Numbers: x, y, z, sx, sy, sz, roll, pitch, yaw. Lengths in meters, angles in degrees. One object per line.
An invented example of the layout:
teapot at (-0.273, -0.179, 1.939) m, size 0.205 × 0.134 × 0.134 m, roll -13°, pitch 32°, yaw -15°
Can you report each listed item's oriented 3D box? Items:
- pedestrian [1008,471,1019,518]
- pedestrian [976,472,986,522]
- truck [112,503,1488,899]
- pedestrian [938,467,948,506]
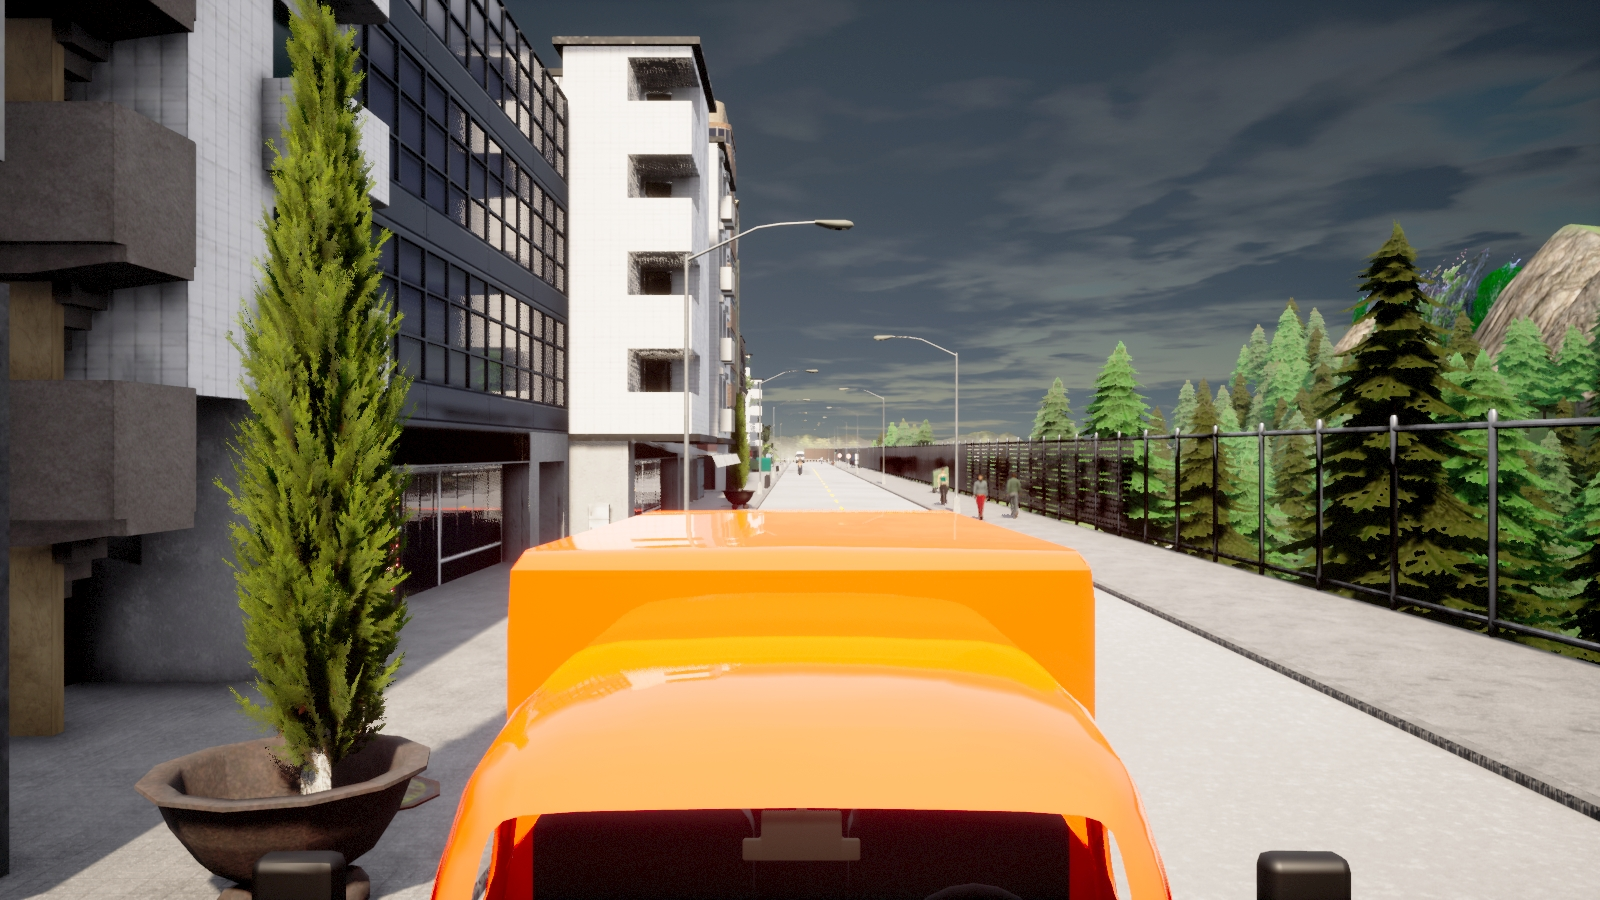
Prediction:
pedestrian at (8.492, 1.762, 45.391) m, size 0.375 × 1.860 × 0.375 m, roll 0°, pitch 0°, yaw 4°
pedestrian at (6.830, 1.762, 43.193) m, size 0.375 × 1.860 × 0.375 m, roll 0°, pitch 0°, yaw 10°
truck at (0.000, 1.571, 4.781) m, size 2.627 × 2.467 × 5.204 m, roll 0°, pitch 0°, yaw 0°
pedestrian at (6.954, 1.767, 55.535) m, size 0.375 × 1.860 × 0.375 m, roll 0°, pitch 0°, yaw -7°
